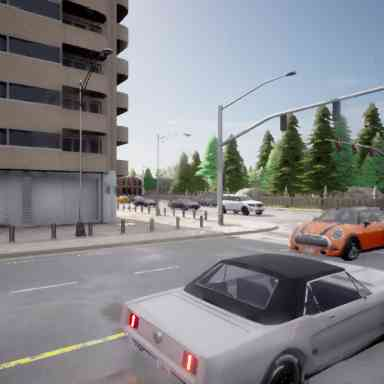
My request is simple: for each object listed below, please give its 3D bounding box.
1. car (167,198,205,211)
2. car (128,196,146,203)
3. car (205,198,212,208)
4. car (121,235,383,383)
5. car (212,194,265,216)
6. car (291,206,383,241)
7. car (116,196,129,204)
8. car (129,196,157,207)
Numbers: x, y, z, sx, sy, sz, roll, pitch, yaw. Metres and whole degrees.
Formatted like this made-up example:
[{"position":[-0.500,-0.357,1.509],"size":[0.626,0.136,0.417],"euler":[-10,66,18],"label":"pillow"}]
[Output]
[{"position":[-1.127,1.603,42.683],"size":[2.033,1.411,5.357],"euler":[0,0,-36],"label":"car"},{"position":[-11.564,1.581,69.531],"size":[1.812,1.442,4.674],"euler":[0,0,-36],"label":"car"},{"position":[2.031,1.603,50.635],"size":[2.033,1.411,5.357],"euler":[0,0,-36],"label":"car"},{"position":[1.516,1.601,4.858],"size":[4.718,1.301,1.895],"euler":[0,0,-35],"label":"car"},{"position":[4.934,1.278,34.252],"size":[2.150,2.045,5.566],"euler":[0,0,-36],"label":"car"},{"position":[5.717,1.352,12.338],"size":[4.553,1.767,2.097],"euler":[0,0,-35],"label":"car"},{"position":[-14.180,1.533,67.183],"size":[1.882,1.535,5.008],"euler":[0,0,-36],"label":"car"},{"position":[-7.253,1.603,51.245],"size":[2.033,1.411,5.357],"euler":[0,0,-36],"label":"car"}]
